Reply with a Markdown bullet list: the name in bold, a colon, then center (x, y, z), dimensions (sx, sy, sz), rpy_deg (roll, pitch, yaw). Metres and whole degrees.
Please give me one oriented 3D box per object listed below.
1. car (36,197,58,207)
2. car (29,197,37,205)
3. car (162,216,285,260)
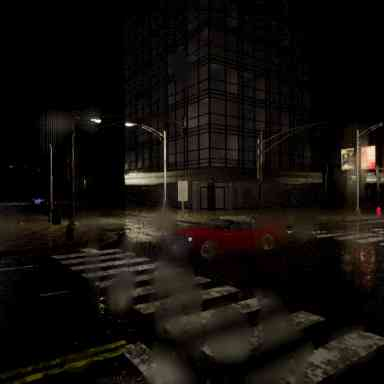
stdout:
- **car**: center (-23.003, 1.714, 53.211), dimensions (1.895, 1.301, 4.718), rpy_deg (0, 0, -35)
- **car**: center (-28.696, 1.691, 61.443), dimensions (2.033, 1.411, 5.357), rpy_deg (0, 0, -36)
- **car**: center (1.271, 1.601, 12.534), dimensions (4.718, 1.301, 1.895), rpy_deg (0, 0, -35)
